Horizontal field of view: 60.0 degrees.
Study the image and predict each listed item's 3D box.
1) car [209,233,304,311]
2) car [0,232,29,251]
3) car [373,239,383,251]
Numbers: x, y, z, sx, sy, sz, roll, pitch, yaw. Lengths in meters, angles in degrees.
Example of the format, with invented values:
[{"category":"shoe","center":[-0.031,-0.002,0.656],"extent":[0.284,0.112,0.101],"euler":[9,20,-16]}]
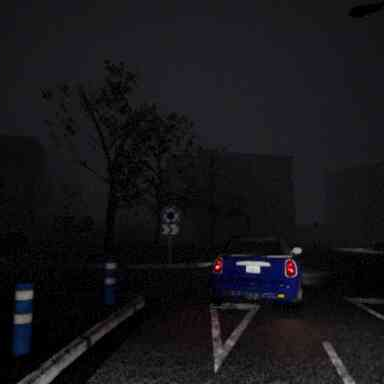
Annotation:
[{"category":"car","center":[1.936,1.936,9.256],"extent":[2.097,1.767,4.553],"euler":[-1,-7,17]},{"category":"car","center":[-14.324,3.758,24.918],"extent":[1.837,1.490,4.892],"euler":[-3,-7,8]},{"category":"car","center":[19.302,4.804,31.230],"extent":[5.008,1.535,1.882],"euler":[5,-8,-20]}]
